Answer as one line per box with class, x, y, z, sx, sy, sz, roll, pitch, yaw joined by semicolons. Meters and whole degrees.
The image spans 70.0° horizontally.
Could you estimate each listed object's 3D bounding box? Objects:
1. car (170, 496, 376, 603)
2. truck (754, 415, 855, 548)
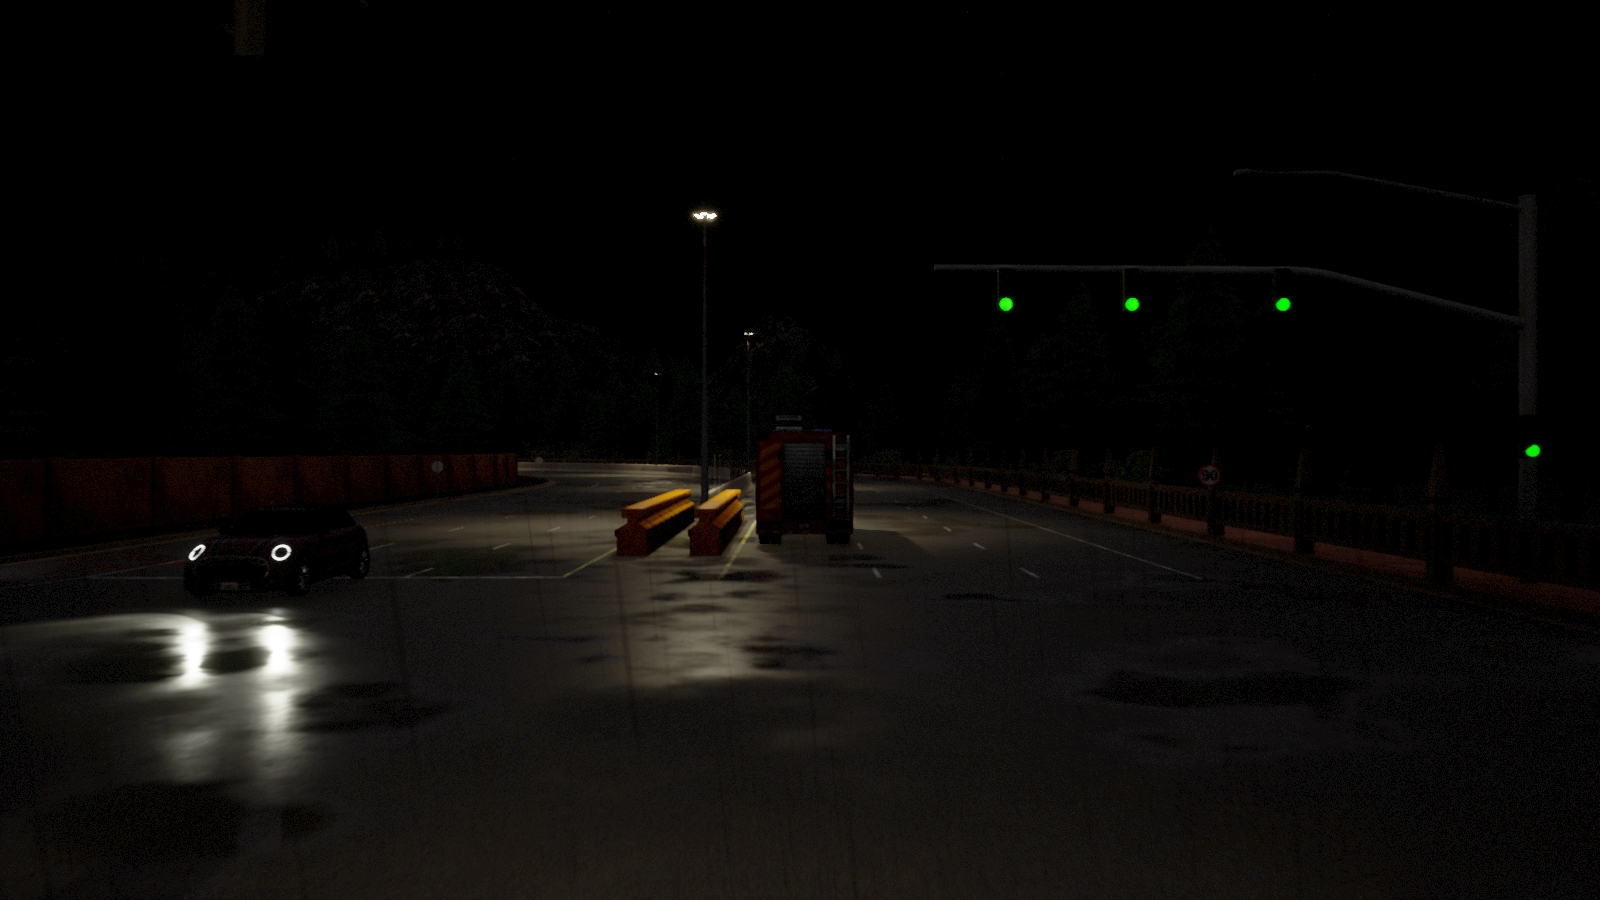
car;-10.519;1.915;23.230;2.097;1.767;4.553;0;0;0
truck;0.101;0.905;37.119;2.891;3.827;8.468;0;0;0
